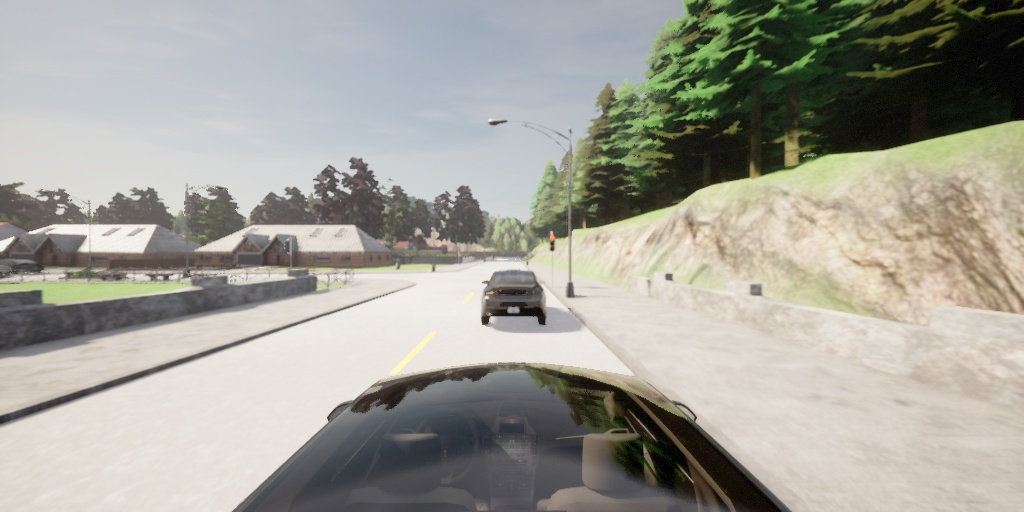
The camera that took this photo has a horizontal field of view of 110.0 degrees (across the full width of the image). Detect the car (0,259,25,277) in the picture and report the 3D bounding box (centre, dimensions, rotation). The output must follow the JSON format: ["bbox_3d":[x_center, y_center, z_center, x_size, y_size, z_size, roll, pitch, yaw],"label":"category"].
[{"bbox_3d":[-45.064,1.067,30.125,4.902,1.511,2.128,0,0,0],"label":"car"}]

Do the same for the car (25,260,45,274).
[{"bbox_3d":[-47.878,1.027,34.238,5.008,1.535,1.882,0,0,1],"label":"car"}]

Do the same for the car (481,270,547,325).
[{"bbox_3d":[0.058,1.189,11.586,1.837,1.490,4.892,0,-1,0],"label":"car"}]
